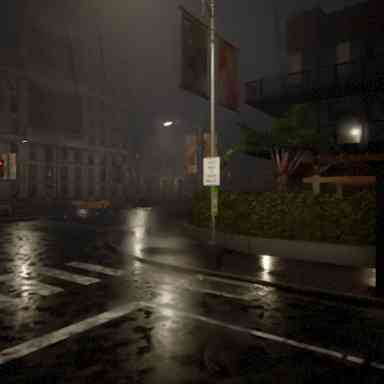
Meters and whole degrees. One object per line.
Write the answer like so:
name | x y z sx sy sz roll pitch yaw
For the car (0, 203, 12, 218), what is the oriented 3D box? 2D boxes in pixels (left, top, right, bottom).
car | -17.719 1.507 28.033 1.812 1.442 4.674 0 0 33

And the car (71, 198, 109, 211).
car | -12.680 1.456 41.467 1.882 1.535 5.008 0 0 35

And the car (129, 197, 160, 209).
car | -6.274 1.488 44.452 1.837 1.490 4.892 0 0 36
